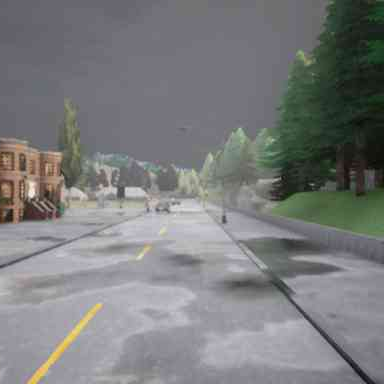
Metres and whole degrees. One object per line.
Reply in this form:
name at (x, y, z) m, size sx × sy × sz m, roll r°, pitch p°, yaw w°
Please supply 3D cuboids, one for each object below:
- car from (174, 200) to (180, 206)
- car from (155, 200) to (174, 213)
car at (-3.999, 2.675, 85.332) m, size 1.882 × 1.535 × 5.008 m, roll 0°, pitch -1°, yaw 0°
car at (-4.041, 2.143, 46.373) m, size 2.128 × 1.511 × 4.902 m, roll 0°, pitch -1°, yaw 1°
